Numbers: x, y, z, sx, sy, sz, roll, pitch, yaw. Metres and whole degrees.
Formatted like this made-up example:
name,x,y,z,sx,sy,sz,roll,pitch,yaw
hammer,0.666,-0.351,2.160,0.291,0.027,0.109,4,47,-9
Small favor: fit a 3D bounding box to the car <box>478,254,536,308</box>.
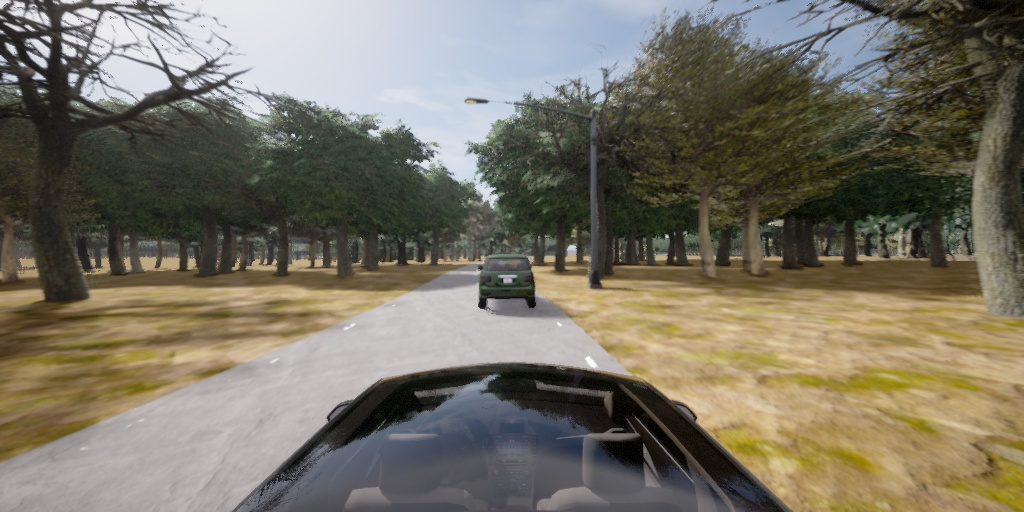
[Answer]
name,x,y,z,sx,sy,sz,roll,pitch,yaw
car,-0.280,0.952,15.305,2.150,2.045,5.566,0,0,-3
